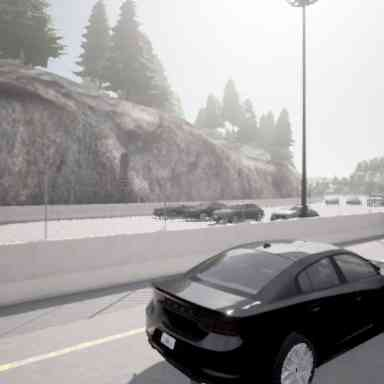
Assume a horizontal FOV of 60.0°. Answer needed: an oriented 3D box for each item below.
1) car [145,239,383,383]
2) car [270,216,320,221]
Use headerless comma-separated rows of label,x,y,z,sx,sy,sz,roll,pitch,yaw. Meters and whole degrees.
car,1.714,1.485,5.158,5.008,1.535,1.882,0,0,-37
car,7.410,1.597,23.781,4.181,1.385,1.994,0,0,-43
